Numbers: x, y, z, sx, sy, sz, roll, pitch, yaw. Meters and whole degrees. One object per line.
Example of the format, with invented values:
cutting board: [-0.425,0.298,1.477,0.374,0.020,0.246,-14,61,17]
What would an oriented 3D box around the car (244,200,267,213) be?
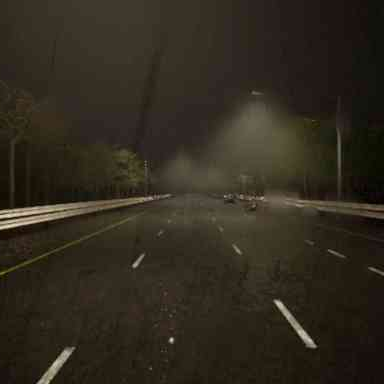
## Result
car: [7.058,1.550,37.286,2.033,1.411,5.357,0,0,0]

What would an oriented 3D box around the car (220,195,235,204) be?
car: [7.119,1.548,64.402,2.033,1.411,5.357,0,0,0]
